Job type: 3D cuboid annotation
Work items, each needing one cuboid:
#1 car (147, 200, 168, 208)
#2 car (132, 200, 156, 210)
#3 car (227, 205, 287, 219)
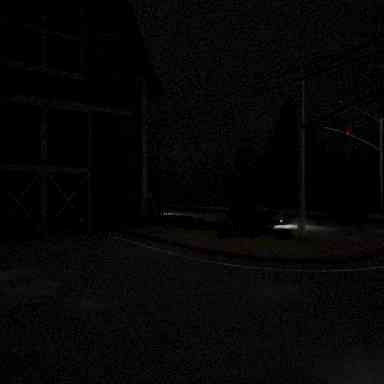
[{"bbox_3d":[-4.457,1.829,39.980,1.994,1.385,4.181,0,0,-34],"label":"car"},{"bbox_3d":[-7.323,1.893,50.704,1.994,1.385,4.181,0,0,-34],"label":"car"},{"bbox_3d":[4.948,1.724,26.249,2.033,1.411,5.357,0,0,-34],"label":"car"}]
